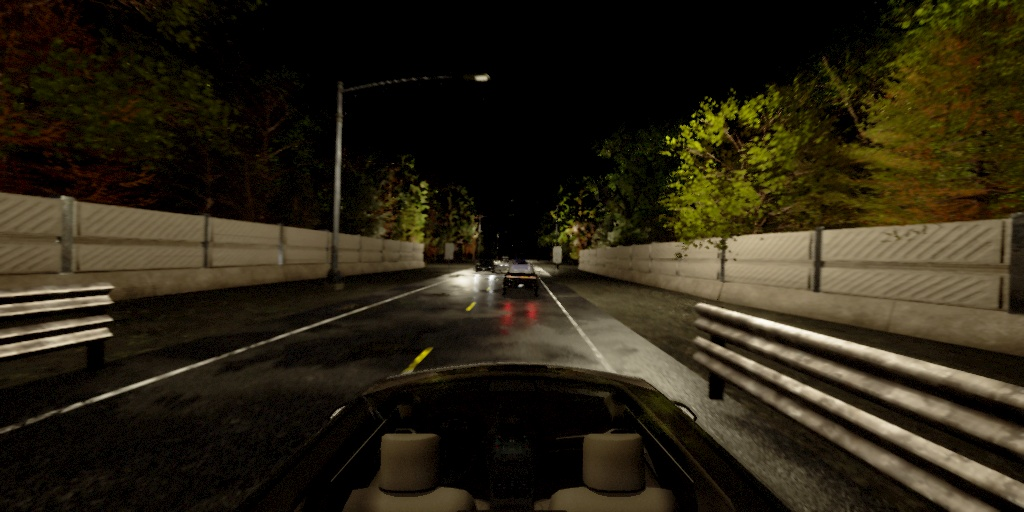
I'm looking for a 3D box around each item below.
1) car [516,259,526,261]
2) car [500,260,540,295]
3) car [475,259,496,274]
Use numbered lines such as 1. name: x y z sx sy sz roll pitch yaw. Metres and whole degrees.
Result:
1. car: 1.221 1.107 51.871 1.882 1.535 5.008 2 1 2
2. car: 0.469 1.206 19.415 2.128 1.511 4.902 2 0 1
3. car: -2.729 1.041 37.583 1.837 1.490 4.892 3 0 2
